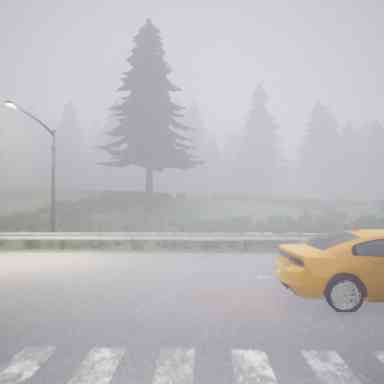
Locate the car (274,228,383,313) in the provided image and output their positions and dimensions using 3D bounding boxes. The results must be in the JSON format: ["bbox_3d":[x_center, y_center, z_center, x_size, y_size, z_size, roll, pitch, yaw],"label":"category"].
[{"bbox_3d":[4.364,1.556,7.223,5.008,1.535,1.882,0,-1,1],"label":"car"}]
